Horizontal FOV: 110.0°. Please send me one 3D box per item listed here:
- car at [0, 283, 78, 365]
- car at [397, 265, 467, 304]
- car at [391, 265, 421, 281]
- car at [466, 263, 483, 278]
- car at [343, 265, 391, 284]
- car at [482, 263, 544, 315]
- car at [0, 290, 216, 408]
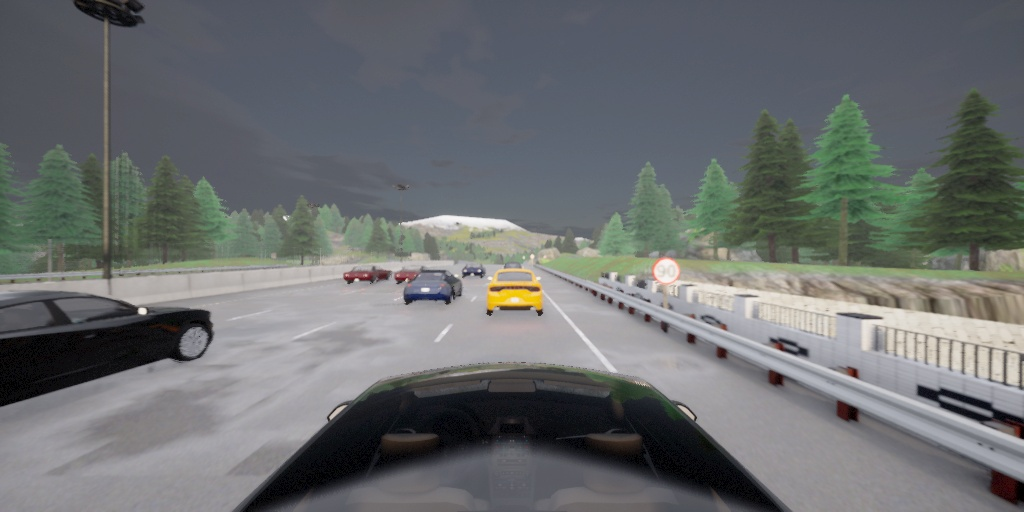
[{"bbox_3d":[-10.402,1.291,5.066,2.033,1.411,5.357,0,0,0],"label":"car"},{"bbox_3d":[-3.410,1.288,16.122,1.994,1.385,4.181,0,0,0],"label":"car"},{"bbox_3d":[-6.918,1.318,26.075,1.895,1.301,4.718,0,0,0],"label":"car"},{"bbox_3d":[-3.424,1.311,33.195,1.895,1.301,4.718,0,0,0],"label":"car"},{"bbox_3d":[-10.419,1.319,26.300,1.895,1.301,4.718,0,0,0],"label":"car"},{"bbox_3d":[0.091,1.204,13.555,1.882,1.535,5.008,0,0,0],"label":"car"},{"bbox_3d":[-6.901,1.219,5.146,1.882,1.535,5.008,0,0,0],"label":"car"}]
